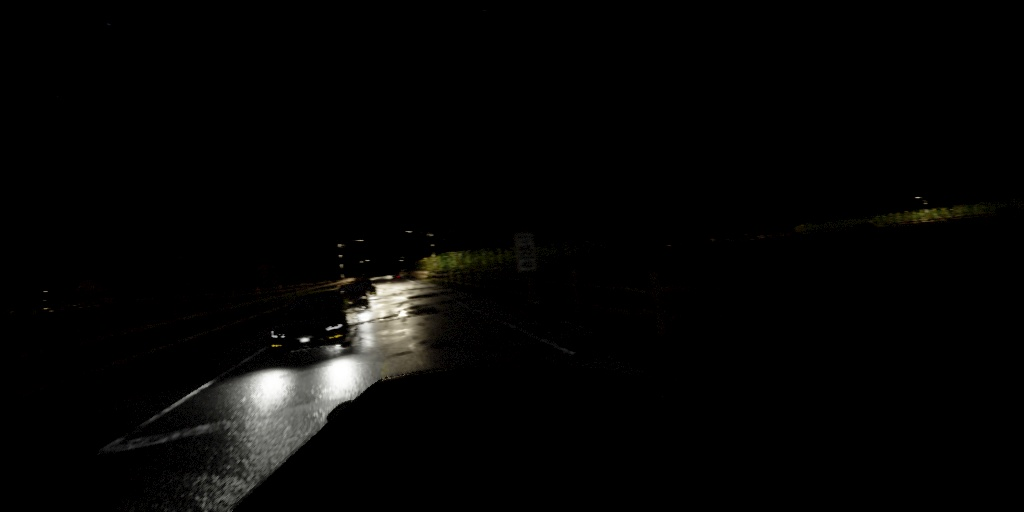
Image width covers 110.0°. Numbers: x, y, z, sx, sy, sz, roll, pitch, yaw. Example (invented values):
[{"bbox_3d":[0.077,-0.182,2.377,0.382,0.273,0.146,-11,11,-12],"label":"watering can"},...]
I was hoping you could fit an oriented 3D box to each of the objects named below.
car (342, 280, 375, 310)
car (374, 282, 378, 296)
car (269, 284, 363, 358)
[{"bbox_3d":[-9.206,2.333,20.717,1.812,1.442,4.674,-6,0,-19],"label":"car"},{"bbox_3d":[-12.693,2.796,30.883,1.994,1.385,4.181,-6,0,-20],"label":"car"},{"bbox_3d":[-5.899,1.911,11.103,1.837,1.490,4.892,-6,0,-19],"label":"car"}]
